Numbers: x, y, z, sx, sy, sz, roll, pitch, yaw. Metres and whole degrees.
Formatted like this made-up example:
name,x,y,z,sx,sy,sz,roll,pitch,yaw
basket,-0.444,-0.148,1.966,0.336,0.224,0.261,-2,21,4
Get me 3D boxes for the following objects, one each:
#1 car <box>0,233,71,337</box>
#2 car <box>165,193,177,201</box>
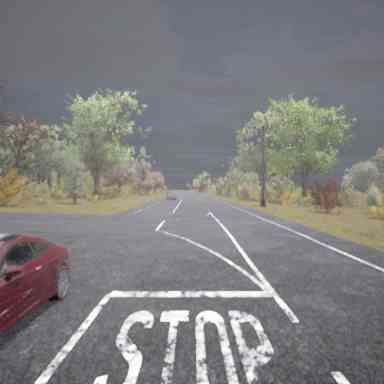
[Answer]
name,x,y,z,sx,sy,sz,roll,pitch,yaw
car,-3.495,1.475,5.425,1.812,1.442,4.674,0,1,0
car,-3.838,0.914,61.877,1.994,1.385,4.181,0,1,-1
